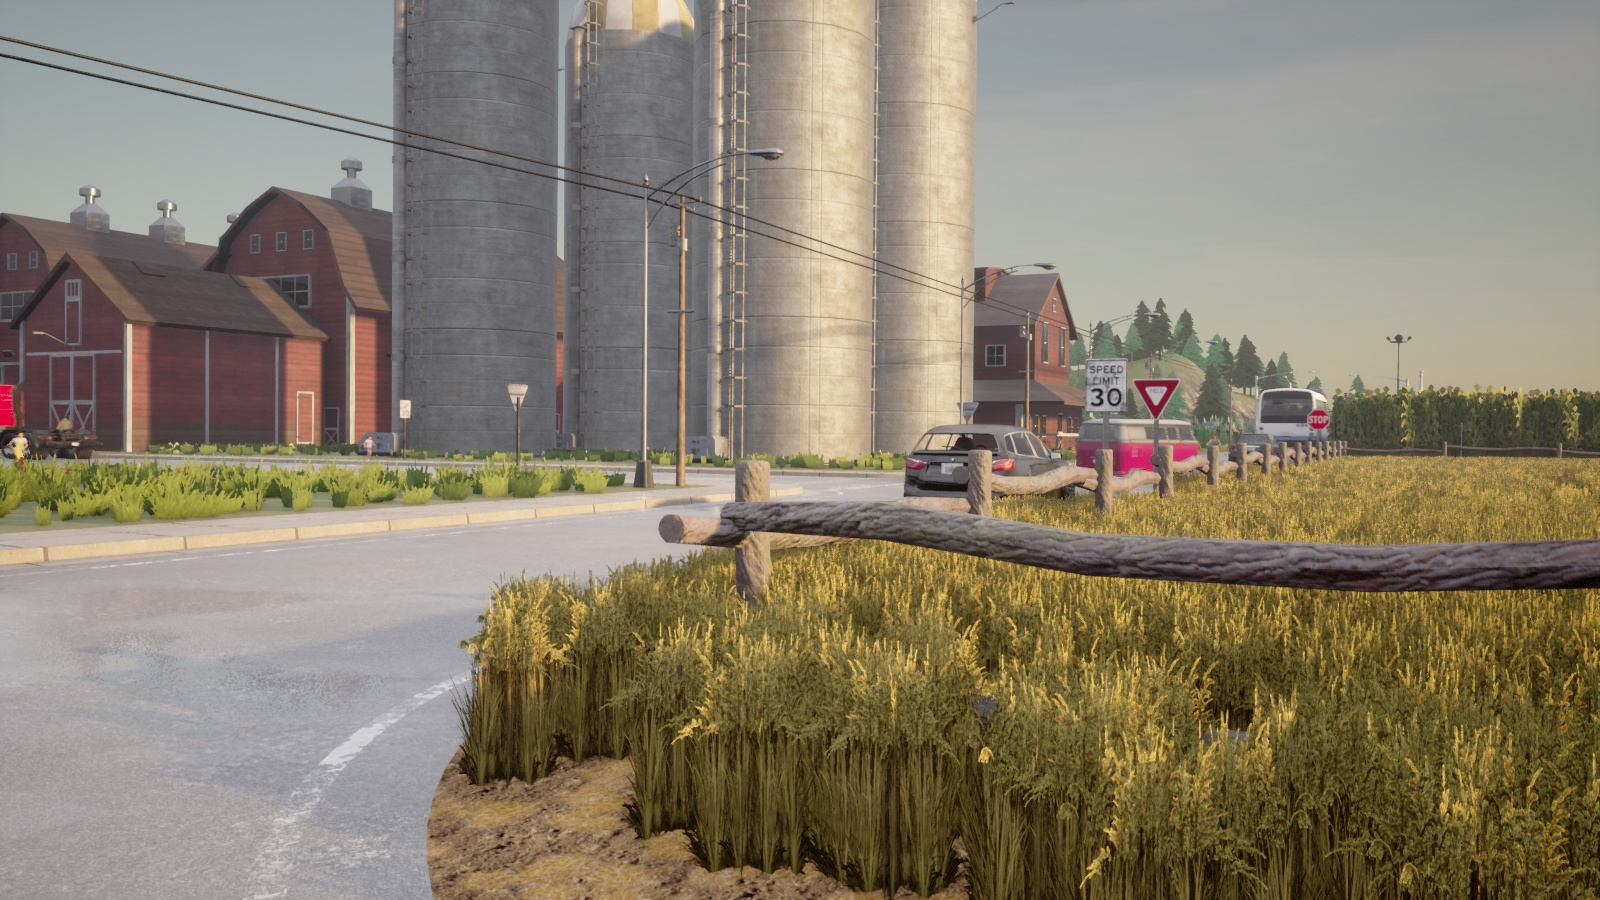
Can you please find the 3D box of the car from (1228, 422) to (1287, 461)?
[{"bbox_3d":[21.642,-0.416,59.357,2.097,1.767,4.553,0,1,27],"label":"car"}]

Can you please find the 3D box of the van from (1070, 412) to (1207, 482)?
[{"bbox_3d":[10.171,-0.121,37.571,4.442,1.987,1.775,-1,1,-41],"label":"van"}]

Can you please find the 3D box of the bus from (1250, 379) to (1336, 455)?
[{"bbox_3d":[29.959,-1.954,75.964,3.944,4.253,10.273,0,1,27],"label":"bus"}]

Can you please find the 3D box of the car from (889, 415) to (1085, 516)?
[{"bbox_3d":[3.596,0.224,23.331,2.242,1.667,4.611,0,1,27],"label":"car"}]

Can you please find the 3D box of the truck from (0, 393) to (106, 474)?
[{"bbox_3d":[-35.225,-0.703,56.511,7.936,3.462,2.891,0,1,26],"label":"truck"}]

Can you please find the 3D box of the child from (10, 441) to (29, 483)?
[{"bbox_3d":[-23.448,0.364,37.734,0.437,1.263,0.270,0,1,25],"label":"child"}]

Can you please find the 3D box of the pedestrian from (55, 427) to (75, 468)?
[{"bbox_3d":[-36.065,-0.128,61.612,0.659,1.952,0.873,-1,1,-42],"label":"pedestrian"}]
